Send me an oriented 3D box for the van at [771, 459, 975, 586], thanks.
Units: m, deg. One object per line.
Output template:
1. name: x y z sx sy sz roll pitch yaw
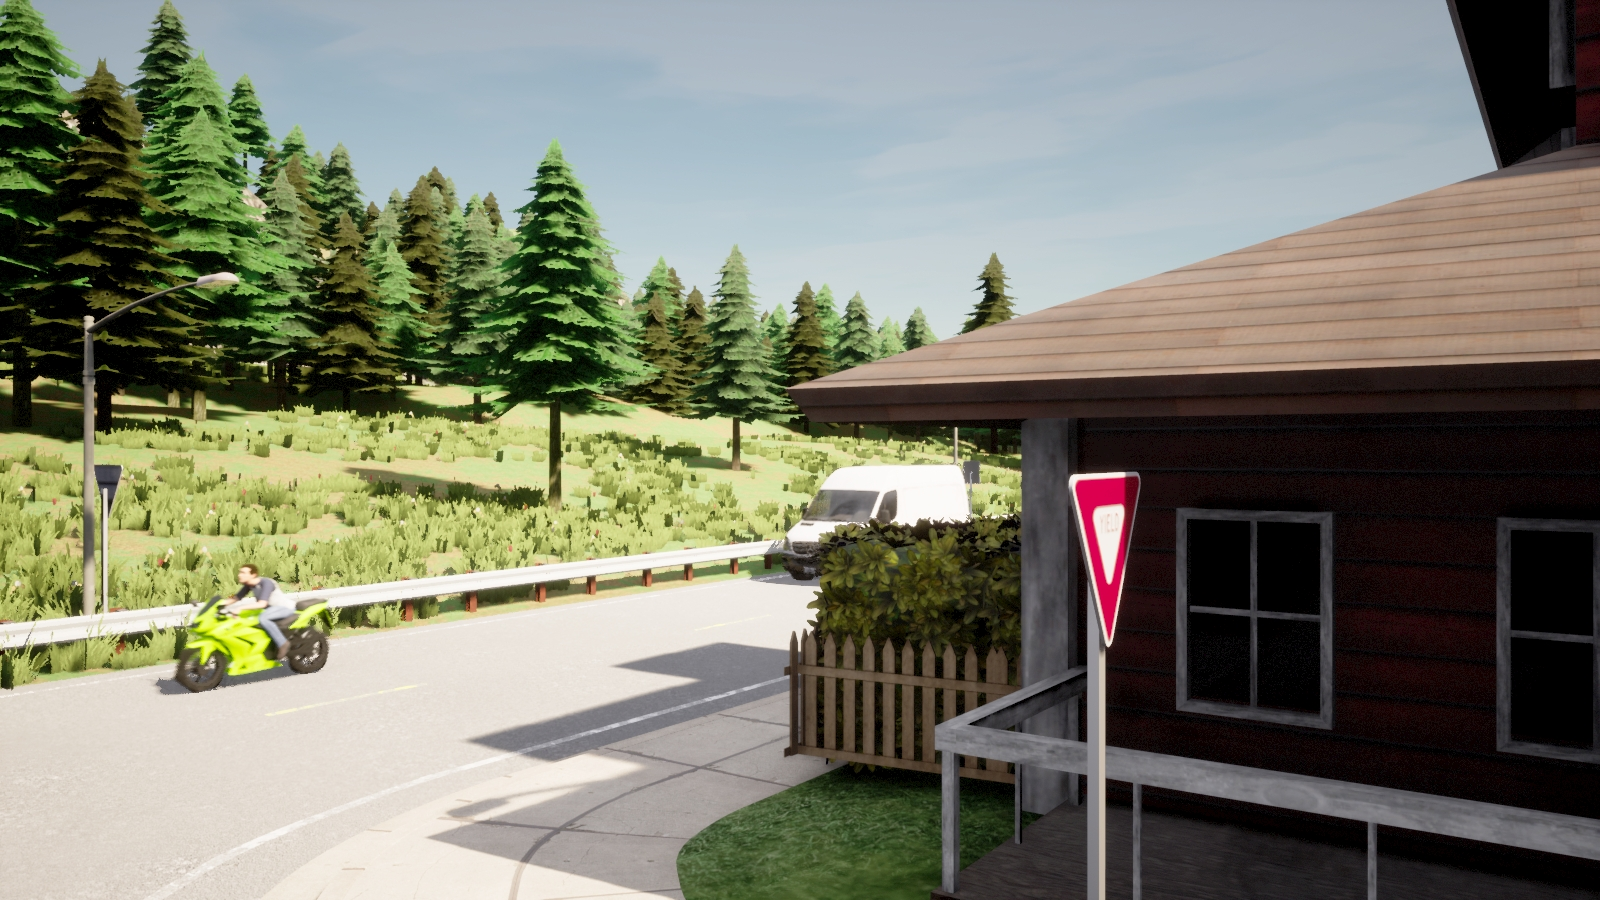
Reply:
1. van: 1.882 1.532 26.883 1.988 2.561 5.915 0 0 35

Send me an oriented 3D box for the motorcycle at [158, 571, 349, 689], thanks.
1. motorcycle: -6.830 2.212 14.381 0.803 1.145 2.033 0 0 35
